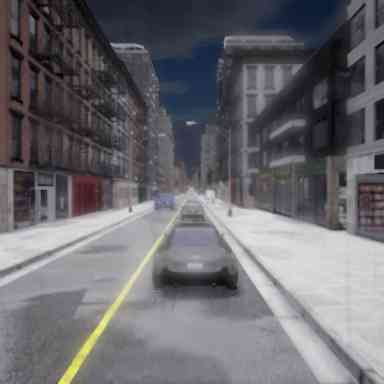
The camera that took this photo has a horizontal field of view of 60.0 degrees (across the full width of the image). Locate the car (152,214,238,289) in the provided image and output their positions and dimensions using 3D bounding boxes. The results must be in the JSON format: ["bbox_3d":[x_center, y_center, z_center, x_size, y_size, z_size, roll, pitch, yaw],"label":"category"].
[{"bbox_3d":[0.075,1.542,9.104,1.994,1.385,4.181,0,0,0],"label":"car"}]

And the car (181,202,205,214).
[{"bbox_3d":[0.092,1.489,27.085,2.033,1.411,5.357,0,0,0],"label":"car"}]

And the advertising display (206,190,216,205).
[{"bbox_3d":[3.159,0.931,55.618,1.540,2.440,0.280,0,1,0],"label":"advertising display"}]

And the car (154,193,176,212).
[{"bbox_3d":[-3.087,1.149,38.706,2.150,2.045,5.566,0,0,0],"label":"car"}]
